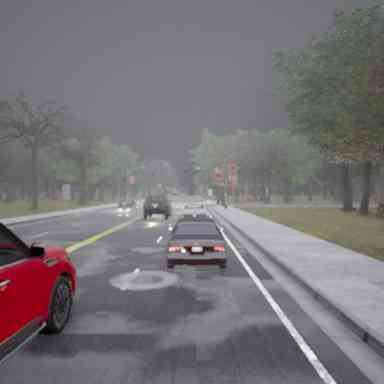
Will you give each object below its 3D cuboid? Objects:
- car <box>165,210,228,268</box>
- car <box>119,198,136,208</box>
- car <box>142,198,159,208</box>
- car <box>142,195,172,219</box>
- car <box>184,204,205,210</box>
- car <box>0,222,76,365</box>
[{"bbox_3d":[0.142,1.576,11.345,2.033,1.411,5.357,0,0,0],"label":"car"},{"bbox_3d":[-9.563,1.623,49.368,2.128,1.511,4.902,0,0,1],"label":"car"},{"bbox_3d":[-6.298,1.709,50.453,1.994,1.385,4.181,0,0,0],"label":"car"},{"bbox_3d":[-3.032,1.296,30.055,2.150,2.045,5.566,0,0,0],"label":"car"},{"bbox_3d":[0.200,1.677,29.471,1.895,1.301,4.718,0,0,0],"label":"car"},{"bbox_3d":[-3.140,1.228,3.588,2.150,2.045,5.566,0,0,0],"label":"car"}]
